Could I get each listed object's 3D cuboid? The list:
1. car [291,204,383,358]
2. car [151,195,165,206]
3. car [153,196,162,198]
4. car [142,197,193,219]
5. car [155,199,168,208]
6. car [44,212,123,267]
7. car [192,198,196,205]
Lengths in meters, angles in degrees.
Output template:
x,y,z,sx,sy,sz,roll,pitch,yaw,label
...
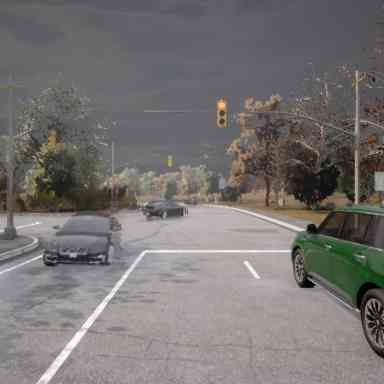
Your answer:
x,y,z,sx,sy,sz,roll,pitch,yaw,label
3.581,1.221,6.105,2.150,2.045,5.566,0,0,0,car
-6.662,1.687,64.603,2.150,2.045,5.566,0,-2,-11,car
-4.167,1.425,43.060,2.097,1.767,4.553,0,-1,-3,car
-2.241,1.505,28.885,1.837,1.490,4.892,3,1,33,car
-4.960,1.766,53.263,2.033,1.411,5.357,0,-1,-6,car
-3.495,1.505,11.551,1.837,1.490,4.892,3,0,-6,car
-0.375,2.021,69.142,2.128,1.511,4.902,0,-1,-13,car
